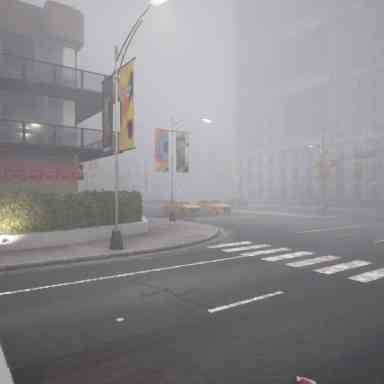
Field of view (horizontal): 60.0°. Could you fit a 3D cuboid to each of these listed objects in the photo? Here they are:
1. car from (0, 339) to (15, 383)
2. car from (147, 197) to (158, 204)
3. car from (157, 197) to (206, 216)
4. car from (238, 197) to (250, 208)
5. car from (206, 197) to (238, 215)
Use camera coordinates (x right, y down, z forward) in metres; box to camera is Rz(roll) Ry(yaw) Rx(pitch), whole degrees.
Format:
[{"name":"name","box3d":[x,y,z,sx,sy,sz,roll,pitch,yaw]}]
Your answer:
[{"name":"car","box3d":[-3.465,1.601,1.513,4.718,1.301,1.895,0,0,-36]},{"name":"car","box3d":[-6.207,1.601,59.240,4.718,1.301,1.895,0,0,42]},{"name":"car","box3d":[-1.103,1.478,32.621,1.882,1.535,5.008,0,0,-35]},{"name":"car","box3d":[6.276,1.505,48.487,1.837,1.490,4.892,0,0,-35]},{"name":"car","box3d":[2.025,1.478,34.259,1.882,1.535,5.008,0,0,-35]}]
